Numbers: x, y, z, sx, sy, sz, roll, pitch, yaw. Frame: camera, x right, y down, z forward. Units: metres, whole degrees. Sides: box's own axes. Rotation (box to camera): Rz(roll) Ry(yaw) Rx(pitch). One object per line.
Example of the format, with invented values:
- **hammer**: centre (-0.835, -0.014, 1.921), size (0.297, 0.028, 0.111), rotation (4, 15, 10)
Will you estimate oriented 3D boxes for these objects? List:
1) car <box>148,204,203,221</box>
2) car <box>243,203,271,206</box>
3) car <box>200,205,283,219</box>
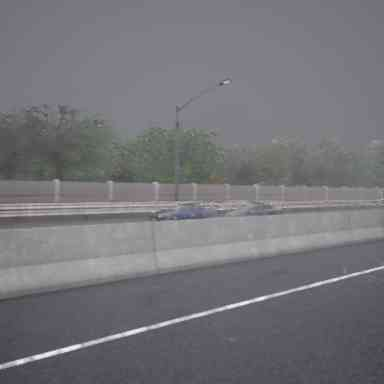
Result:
- **car**: centre (-0.539, 1.594, 24.998), size (5.357, 1.411, 2.033), rotation (0, 0, -35)
- **car**: centre (4.561, 1.578, 24.266), size (4.892, 1.490, 1.837), rotation (1, 0, -35)
- **car**: centre (3.062, 1.651, 18.971), size (4.718, 1.301, 1.895), rotation (0, 0, -35)
